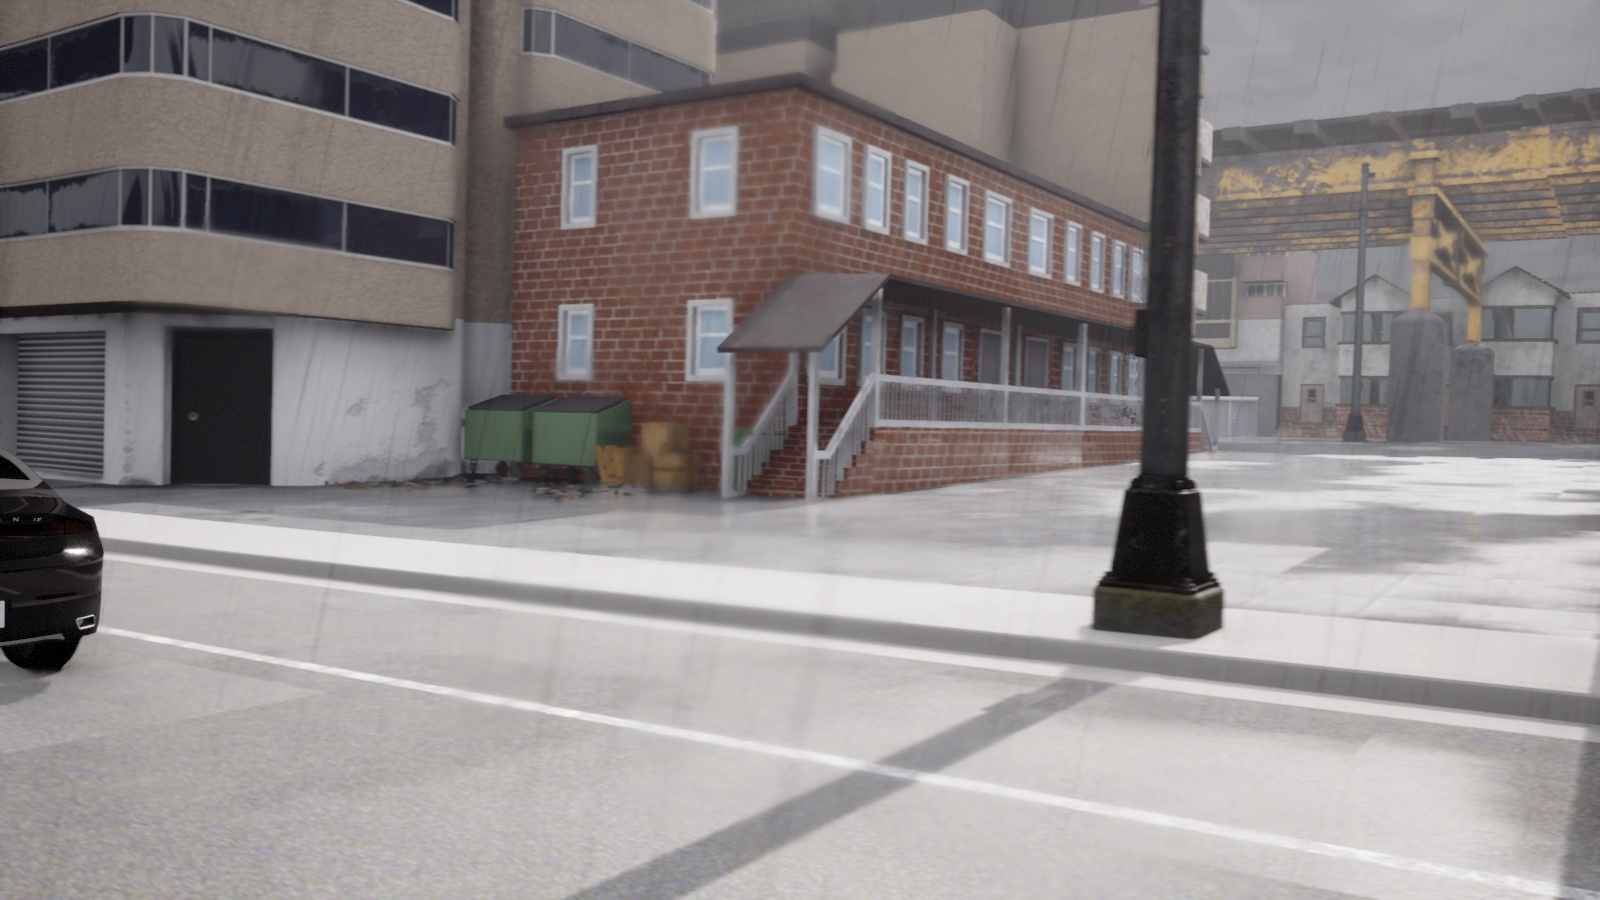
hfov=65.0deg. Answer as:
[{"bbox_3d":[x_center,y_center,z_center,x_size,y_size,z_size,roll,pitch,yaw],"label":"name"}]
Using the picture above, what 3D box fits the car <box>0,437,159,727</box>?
[{"bbox_3d":[-6.215,0.682,7.753,4.892,1.490,1.837,0,1,34],"label":"car"}]
